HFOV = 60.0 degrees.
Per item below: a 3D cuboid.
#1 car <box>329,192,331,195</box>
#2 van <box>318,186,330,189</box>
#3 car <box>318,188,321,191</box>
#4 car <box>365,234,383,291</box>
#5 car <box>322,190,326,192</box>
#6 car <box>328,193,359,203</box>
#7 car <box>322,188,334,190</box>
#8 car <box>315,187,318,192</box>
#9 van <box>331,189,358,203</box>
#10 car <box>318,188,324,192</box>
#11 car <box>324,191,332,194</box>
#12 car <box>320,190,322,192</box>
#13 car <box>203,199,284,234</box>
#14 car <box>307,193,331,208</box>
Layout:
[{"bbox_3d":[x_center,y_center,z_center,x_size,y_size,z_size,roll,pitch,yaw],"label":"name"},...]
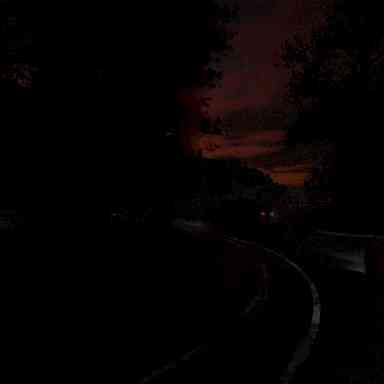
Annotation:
[{"bbox_3d":[25.430,1.223,54.308,4.792,1.488,2.163,1,2,17],"label":"car"},{"bbox_3d":[32.642,0.211,78.204,4.442,1.987,1.878,1,2,17],"label":"van"},{"bbox_3d":[31.734,0.558,75.589,4.674,1.452,2.002,1,2,17],"label":"car"},{"bbox_3d":[4.960,1.351,6.705,2.097,1.767,4.553,1,0,20],"label":"car"},{"bbox_3d":[28.575,0.853,64.948,5.008,1.535,2.097,1,2,17],"label":"car"},{"bbox_3d":[27.014,1.053,59.626,4.792,1.488,2.163,1,2,17],"label":"car"},{"bbox_3d":[29.392,0.644,67.595,4.553,1.767,2.185,1,2,17],"label":"car"},{"bbox_3d":[34.084,0.297,83.571,4.792,1.488,2.163,1,2,17],"label":"car"},{"bbox_3d":[24.500,1.051,51.684,4.442,1.987,1.878,1,2,17],"label":"van"},{"bbox_3d":[30.940,0.601,72.928,5.008,1.535,2.097,1,2,17],"label":"car"},{"bbox_3d":[26.016,1.102,57.028,5.366,1.575,1.946,1,2,17],"label":"car"},{"bbox_3d":[30.151,0.725,70.269,4.674,1.452,2.002,1,2,17],"label":"car"},{"bbox_3d":[2.735,1.188,18.530,2.097,1.767,4.553,2,0,-42],"label":"car"},{"bbox_3d":[17.812,1.360,46.653,1.837,1.490,4.892,1,1,13],"label":"car"}]
